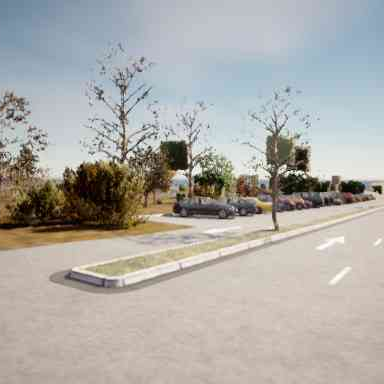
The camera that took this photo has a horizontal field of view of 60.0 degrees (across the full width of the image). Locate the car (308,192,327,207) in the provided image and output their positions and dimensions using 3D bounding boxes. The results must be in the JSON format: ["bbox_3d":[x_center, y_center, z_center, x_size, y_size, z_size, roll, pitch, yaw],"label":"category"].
[{"bbox_3d":[14.036,1.030,43.160,5.566,2.045,2.435,1,0,15],"label":"car"}]

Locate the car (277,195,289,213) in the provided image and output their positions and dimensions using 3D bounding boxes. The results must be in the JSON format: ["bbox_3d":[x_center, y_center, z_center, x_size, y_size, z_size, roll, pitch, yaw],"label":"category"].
[{"bbox_3d":[6.932,1.246,33.125,4.792,1.488,2.163,1,0,16],"label":"car"}]

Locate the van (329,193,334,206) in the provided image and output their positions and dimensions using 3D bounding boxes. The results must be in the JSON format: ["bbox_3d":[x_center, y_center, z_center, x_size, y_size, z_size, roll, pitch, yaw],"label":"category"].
[{"bbox_3d":[17.631,1.088,47.976,4.442,1.987,1.878,1,0,16],"label":"van"}]

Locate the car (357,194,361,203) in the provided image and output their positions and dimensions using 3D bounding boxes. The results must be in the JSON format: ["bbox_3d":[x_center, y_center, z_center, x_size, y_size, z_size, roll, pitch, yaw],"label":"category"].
[{"bbox_3d":[28.041,1.405,62.510,5.366,1.575,1.946,1,0,15],"label":"car"}]

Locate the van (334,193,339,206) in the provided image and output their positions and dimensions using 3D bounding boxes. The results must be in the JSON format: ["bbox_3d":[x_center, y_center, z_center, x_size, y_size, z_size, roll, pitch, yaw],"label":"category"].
[{"bbox_3d":[19.358,1.104,50.402,4.442,1.987,1.878,1,0,15],"label":"van"}]

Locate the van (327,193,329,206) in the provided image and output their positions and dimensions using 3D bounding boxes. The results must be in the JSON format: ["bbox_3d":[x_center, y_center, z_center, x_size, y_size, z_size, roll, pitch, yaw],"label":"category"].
[{"bbox_3d":[15.906,1.073,45.550,4.442,1.987,1.878,1,0,16],"label":"van"}]

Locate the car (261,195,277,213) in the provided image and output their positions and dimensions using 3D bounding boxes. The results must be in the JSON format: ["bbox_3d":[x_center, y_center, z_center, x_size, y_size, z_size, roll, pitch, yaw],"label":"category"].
[{"bbox_3d":[4.752,1.193,30.411,5.366,1.575,1.946,1,0,16],"label":"car"}]

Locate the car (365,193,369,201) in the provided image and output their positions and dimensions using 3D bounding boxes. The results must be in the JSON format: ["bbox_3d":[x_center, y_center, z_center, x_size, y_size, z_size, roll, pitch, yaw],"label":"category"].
[{"bbox_3d":[36.245,1.509,74.766,4.792,1.488,2.163,1,0,14],"label":"car"}]

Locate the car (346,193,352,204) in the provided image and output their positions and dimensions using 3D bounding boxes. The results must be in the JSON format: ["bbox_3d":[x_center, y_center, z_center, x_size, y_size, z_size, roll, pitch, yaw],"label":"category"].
[{"bbox_3d":[24.450,1.405,57.699,4.792,1.488,2.163,1,0,15],"label":"car"}]

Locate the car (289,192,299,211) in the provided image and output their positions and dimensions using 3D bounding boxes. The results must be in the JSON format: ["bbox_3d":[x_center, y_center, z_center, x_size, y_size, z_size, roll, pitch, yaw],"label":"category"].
[{"bbox_3d":[8.848,1.108,35.898,4.553,1.767,2.185,1,0,16],"label":"car"}]

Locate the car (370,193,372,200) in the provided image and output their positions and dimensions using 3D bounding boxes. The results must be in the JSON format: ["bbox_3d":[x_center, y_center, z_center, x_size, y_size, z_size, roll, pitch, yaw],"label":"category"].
[{"bbox_3d":[39.555,1.506,79.697,5.008,1.535,2.097,1,0,13],"label":"car"}]

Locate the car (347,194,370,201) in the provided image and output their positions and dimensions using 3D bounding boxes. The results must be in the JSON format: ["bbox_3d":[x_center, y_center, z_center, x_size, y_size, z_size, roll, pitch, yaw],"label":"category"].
[{"bbox_3d":[41.134,1.393,82.196,4.553,1.767,2.185,1,0,13],"label":"car"}]

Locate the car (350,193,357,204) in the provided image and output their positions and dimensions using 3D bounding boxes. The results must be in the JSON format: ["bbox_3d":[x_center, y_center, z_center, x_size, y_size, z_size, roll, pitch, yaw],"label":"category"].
[{"bbox_3d":[26.120,1.139,60.131,5.566,2.045,2.435,1,0,15],"label":"car"}]

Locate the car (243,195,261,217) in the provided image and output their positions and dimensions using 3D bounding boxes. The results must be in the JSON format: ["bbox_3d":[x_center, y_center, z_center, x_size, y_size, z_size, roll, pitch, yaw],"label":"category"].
[{"bbox_3d":[2.964,1.182,27.603,4.892,1.521,2.231,1,0,16],"label":"car"}]

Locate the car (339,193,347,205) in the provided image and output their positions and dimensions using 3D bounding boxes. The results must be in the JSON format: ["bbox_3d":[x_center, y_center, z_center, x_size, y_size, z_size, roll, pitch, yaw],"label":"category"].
[{"bbox_3d":[21.150,1.343,52.806,5.366,1.575,1.946,1,0,15],"label":"car"}]

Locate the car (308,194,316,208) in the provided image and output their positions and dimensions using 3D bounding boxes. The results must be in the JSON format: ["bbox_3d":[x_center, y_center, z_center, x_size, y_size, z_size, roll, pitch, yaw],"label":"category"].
[{"bbox_3d":[12.332,1.306,40.736,4.674,1.452,2.002,1,0,16],"label":"car"}]

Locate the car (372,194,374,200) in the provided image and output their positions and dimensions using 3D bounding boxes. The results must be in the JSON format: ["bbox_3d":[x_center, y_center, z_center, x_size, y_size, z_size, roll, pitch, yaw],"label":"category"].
[{"bbox_3d":[42.578,1.526,84.716,5.366,1.575,1.946,1,0,13],"label":"car"}]

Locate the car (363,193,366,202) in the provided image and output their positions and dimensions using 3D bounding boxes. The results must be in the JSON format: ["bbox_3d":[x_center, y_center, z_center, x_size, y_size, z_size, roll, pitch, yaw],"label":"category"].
[{"bbox_3d":[32.957,1.451,69.854,5.008,1.535,2.097,1,0,15],"label":"car"}]

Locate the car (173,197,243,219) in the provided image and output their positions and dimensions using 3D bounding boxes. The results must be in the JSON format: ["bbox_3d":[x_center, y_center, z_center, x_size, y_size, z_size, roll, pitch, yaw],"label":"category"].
[{"bbox_3d":[0.980,1.163,24.848,4.892,1.521,2.231,1,0,16],"label":"car"}]

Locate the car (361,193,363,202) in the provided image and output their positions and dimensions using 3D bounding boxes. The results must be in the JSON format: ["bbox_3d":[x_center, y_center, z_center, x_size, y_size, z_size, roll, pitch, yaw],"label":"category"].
[{"bbox_3d":[31.296,1.311,67.409,4.553,1.767,2.185,1,0,15],"label":"car"}]

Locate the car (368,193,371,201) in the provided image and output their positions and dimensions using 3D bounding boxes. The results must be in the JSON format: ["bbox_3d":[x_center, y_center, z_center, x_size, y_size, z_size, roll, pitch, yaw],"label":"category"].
[{"bbox_3d":[37.954,1.523,77.225,4.792,1.488,2.163,1,0,14],"label":"car"}]

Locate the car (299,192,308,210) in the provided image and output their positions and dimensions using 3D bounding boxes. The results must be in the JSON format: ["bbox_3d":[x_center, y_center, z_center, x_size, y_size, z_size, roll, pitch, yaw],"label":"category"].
[{"bbox_3d":[10.636,1.125,38.296,4.553,1.767,2.185,1,0,16],"label":"car"}]
